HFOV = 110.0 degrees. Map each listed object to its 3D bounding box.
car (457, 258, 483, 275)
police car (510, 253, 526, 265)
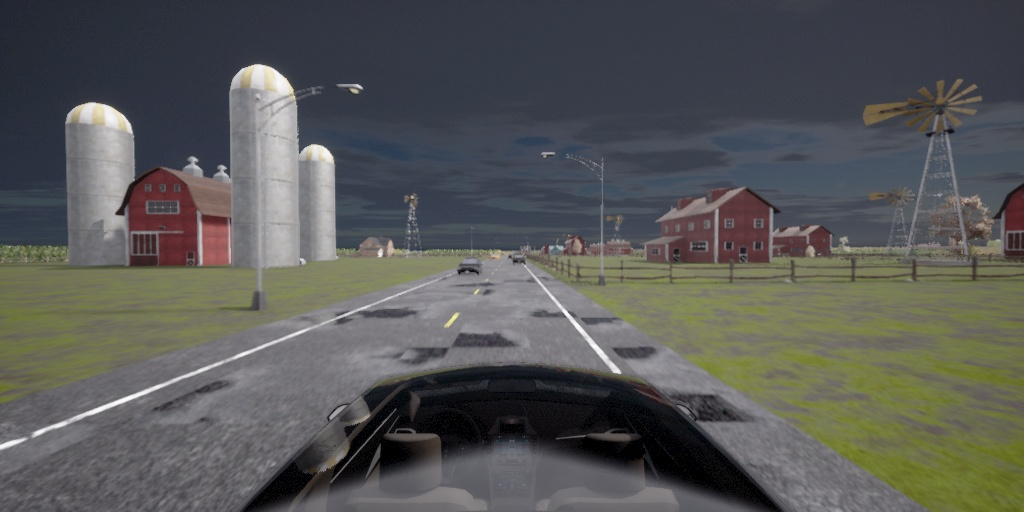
[{"bbox_3d":[-3.574,0.884,31.410,2.033,1.411,5.357,0,1,0],"label":"car"},{"bbox_3d":[1.071,0.464,54.582,1.930,1.638,5.238,0,1,0],"label":"police car"}]
